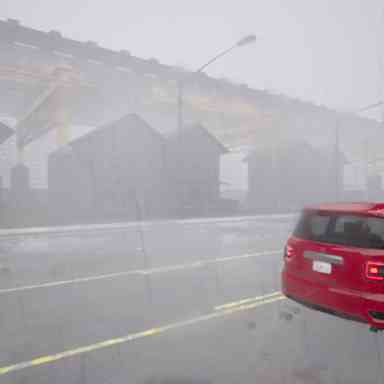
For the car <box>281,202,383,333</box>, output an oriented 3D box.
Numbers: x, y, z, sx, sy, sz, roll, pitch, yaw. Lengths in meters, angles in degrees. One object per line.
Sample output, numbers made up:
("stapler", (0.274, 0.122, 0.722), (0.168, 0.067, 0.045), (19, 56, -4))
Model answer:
("car", (4.164, 1.222, 6.482), (5.566, 2.045, 2.150), (0, 0, -34))
